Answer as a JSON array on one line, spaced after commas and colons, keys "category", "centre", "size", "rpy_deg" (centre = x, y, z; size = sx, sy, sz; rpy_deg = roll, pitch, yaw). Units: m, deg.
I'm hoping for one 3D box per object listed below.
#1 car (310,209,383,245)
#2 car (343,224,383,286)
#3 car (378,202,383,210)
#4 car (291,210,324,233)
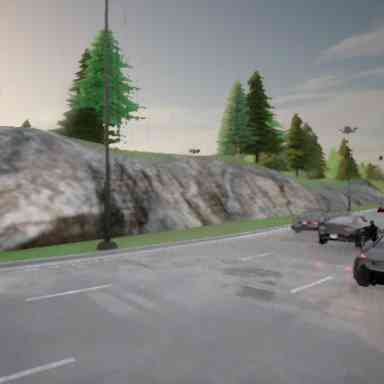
[{"category": "car", "centre": [7.655, 1.762, 16.166], "size": [1.812, 1.442, 4.674], "rpy_deg": [-1, -1, 41]}, {"category": "car", "centre": [5.970, 1.677, 8.890], "size": [4.181, 1.385, 1.994], "rpy_deg": [0, -1, -44]}, {"category": "car", "centre": [28.420, 2.193, 48.428], "size": [1.994, 1.385, 4.181], "rpy_deg": [-1, -1, 36]}, {"category": "car", "centre": [8.094, 1.883, 21.486], "size": [2.033, 1.411, 5.357], "rpy_deg": [-1, -1, 37]}]
